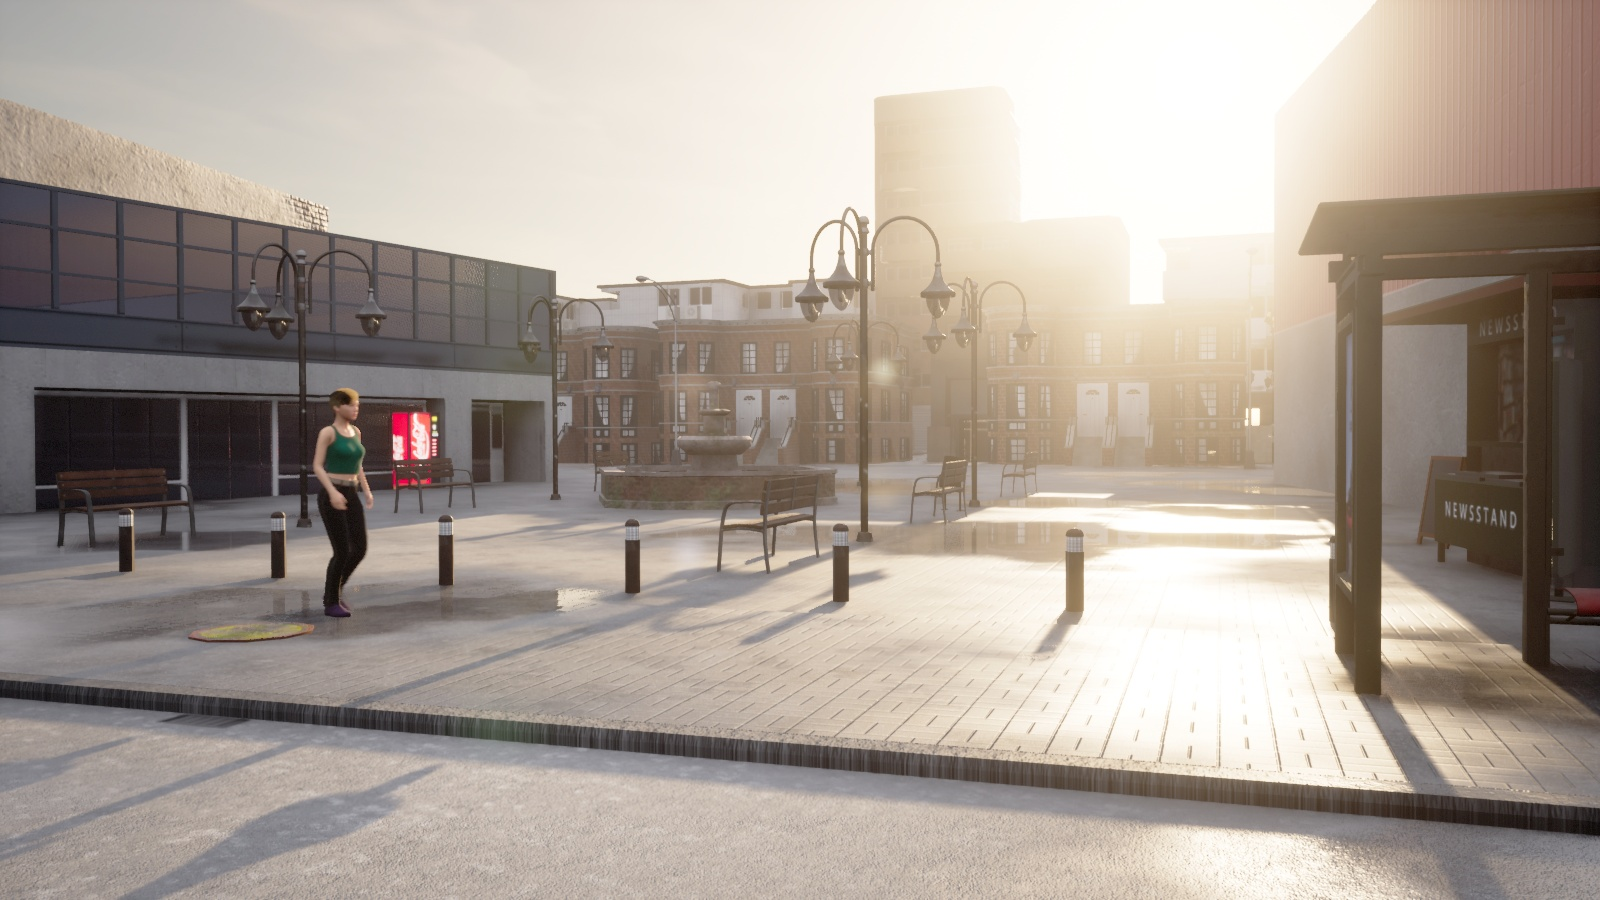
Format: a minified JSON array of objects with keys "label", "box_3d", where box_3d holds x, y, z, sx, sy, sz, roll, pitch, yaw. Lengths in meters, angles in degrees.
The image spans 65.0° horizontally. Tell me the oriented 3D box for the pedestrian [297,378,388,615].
[{"label":"pedestrian","box_3d":[-3.626,0.355,9.965,0.594,1.836,0.345,1,1,21]}]
